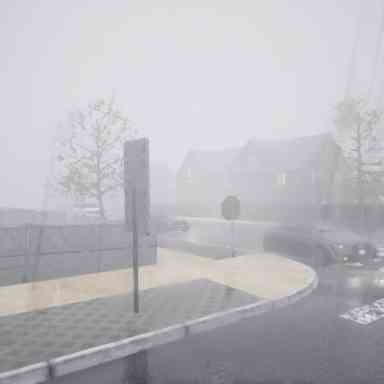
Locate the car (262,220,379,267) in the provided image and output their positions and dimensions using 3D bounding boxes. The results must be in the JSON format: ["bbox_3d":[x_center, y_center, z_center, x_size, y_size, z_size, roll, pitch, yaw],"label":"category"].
[{"bbox_3d":[4.417,1.722,12.095,1.994,1.385,4.181,-1,-1,-25],"label":"car"}]

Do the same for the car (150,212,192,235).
[{"bbox_3d":[-2.040,2.035,22.154,1.895,1.301,4.718,-1,-1,-36],"label":"car"}]

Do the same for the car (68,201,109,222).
[{"bbox_3d":[-10.421,1.998,33.849,2.150,2.045,5.566,-1,-1,-36],"label":"car"}]

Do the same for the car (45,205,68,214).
[{"bbox_3d":[-19.312,2.747,46.425,1.994,1.385,4.181,-1,-1,-36],"label":"car"}]

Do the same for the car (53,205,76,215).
[{"bbox_3d":[-19.991,2.763,52.092,2.033,1.411,5.357,-1,-1,-36],"label":"car"}]
